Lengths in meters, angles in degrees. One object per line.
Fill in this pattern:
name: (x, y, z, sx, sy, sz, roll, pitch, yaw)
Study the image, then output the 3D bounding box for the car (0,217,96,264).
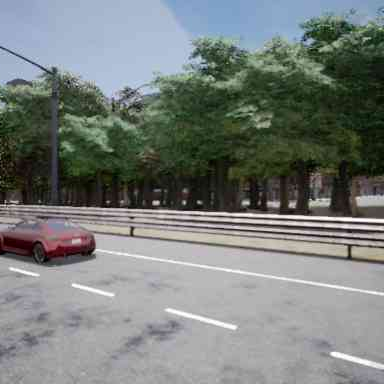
car: (-5.410, 1.587, 12.035, 4.181, 1.385, 1.994, 0, 0, 36)
